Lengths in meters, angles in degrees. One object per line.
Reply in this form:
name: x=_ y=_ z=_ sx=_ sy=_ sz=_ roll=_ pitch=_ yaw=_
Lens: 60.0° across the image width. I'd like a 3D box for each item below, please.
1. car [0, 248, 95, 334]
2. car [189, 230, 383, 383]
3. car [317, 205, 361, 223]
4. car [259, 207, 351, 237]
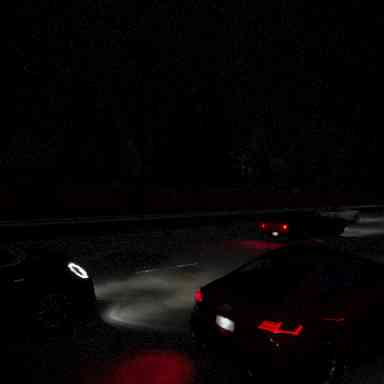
car: x=-3.933 y=1.353 z=5.237 sx=4.553 sy=1.767 sz=2.097 roll=0 pitch=0 yaw=-36
car: x=2.021 y=1.564 z=5.212 sx=4.181 sy=1.385 sz=1.994 roll=0 pitch=0 yaw=-36
car: x=10.267 y=1.601 z=24.150 sx=4.718 sy=1.301 sz=1.895 roll=0 pitch=0 yaw=-36
car: x=5.567 y=1.600 z=16.415 sx=4.718 sy=1.301 sz=1.895 roll=0 pitch=0 yaw=-36
